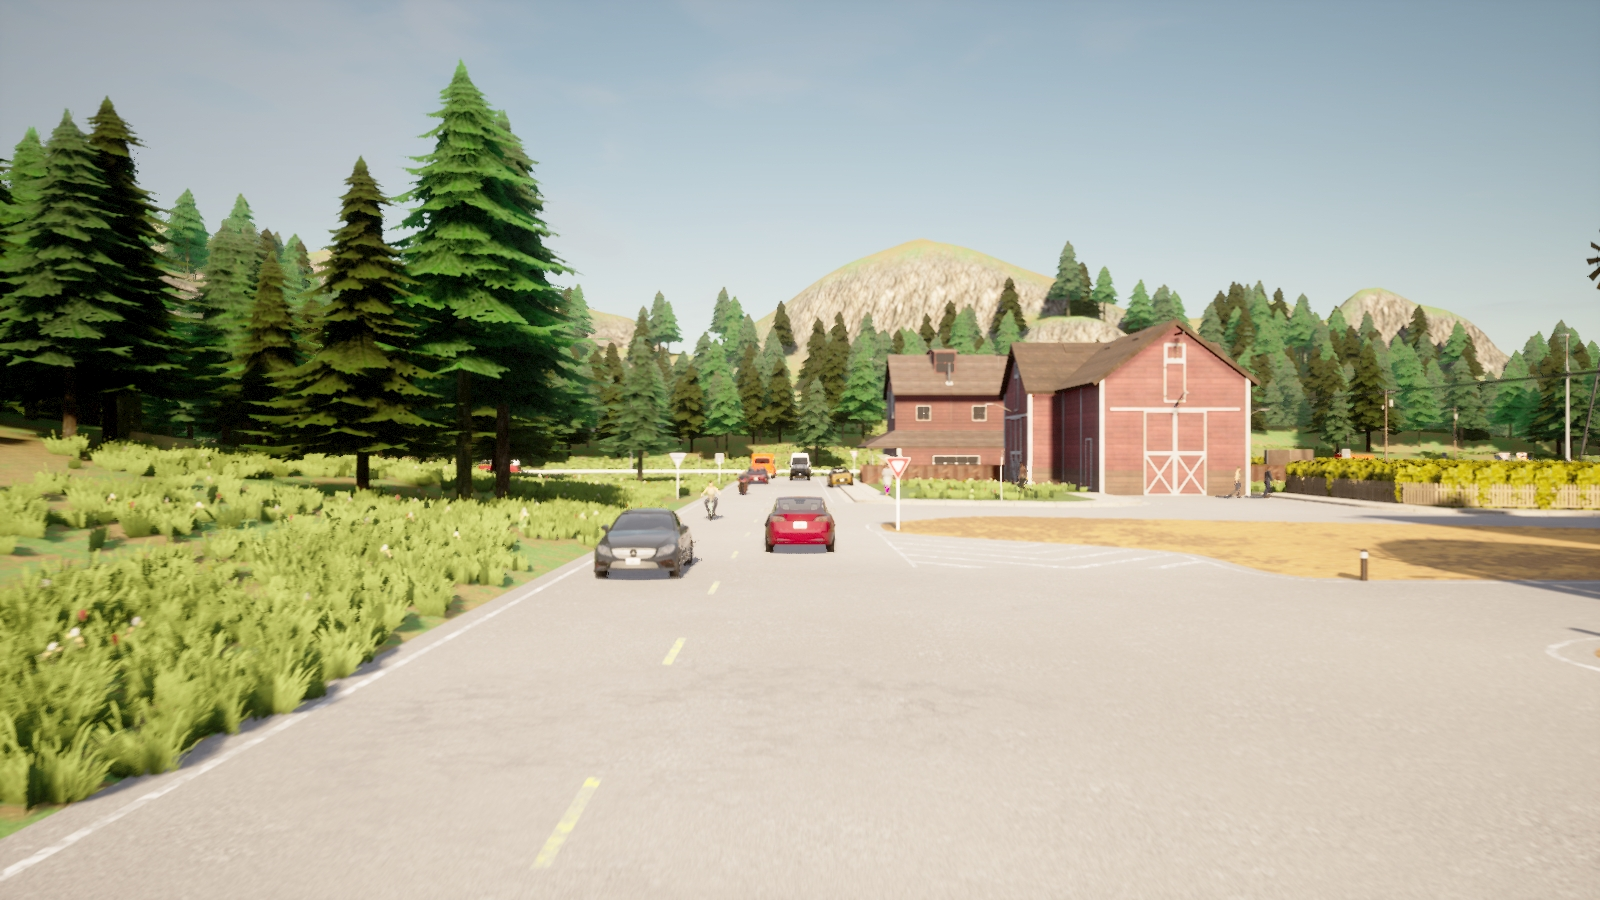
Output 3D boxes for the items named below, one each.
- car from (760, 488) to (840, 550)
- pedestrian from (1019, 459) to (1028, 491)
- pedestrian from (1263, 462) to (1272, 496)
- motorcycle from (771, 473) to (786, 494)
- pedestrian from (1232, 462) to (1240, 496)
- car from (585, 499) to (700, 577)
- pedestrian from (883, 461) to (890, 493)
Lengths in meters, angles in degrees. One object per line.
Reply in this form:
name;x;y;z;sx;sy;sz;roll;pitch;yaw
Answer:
car;0.001;1.923;33.014;2.163;1.488;4.792;0;0;0
pedestrian;13.199;1.489;67.358;0.375;1.860;0.375;0;0;-39
pedestrian;25.714;1.618;62.818;0.375;1.860;0.375;0;0;6
motorcycle;-1.300;2.065;70.533;0.867;1.251;2.209;0;0;0
pedestrian;24.107;1.617;63.132;0.375;1.860;0.375;0;0;28
car;-3.506;1.941;26.312;2.002;1.442;4.674;0;0;0
pedestrian;4.986;1.556;65.615;0.375;1.860;0.375;0;0;7
